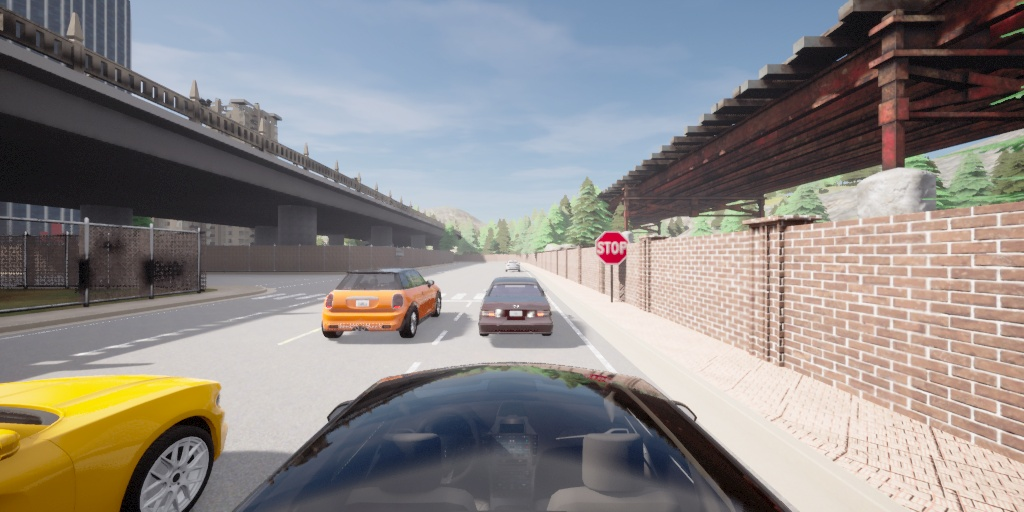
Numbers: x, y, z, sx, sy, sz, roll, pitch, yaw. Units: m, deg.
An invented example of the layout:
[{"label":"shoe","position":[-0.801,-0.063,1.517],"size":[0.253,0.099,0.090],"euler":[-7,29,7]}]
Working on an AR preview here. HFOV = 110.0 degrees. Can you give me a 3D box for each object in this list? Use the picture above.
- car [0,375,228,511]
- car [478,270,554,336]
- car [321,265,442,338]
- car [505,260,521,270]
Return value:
[{"label":"car","position":[-3.397,1.228,1.049],"size":[1.882,1.535,5.008],"euler":[0,0,0]},{"label":"car","position":[0.087,1.297,10.326],"size":[2.033,1.411,5.357],"euler":[0,0,0]},{"label":"car","position":[-3.414,1.102,10.306],"size":[2.097,1.767,4.553],"euler":[0,0,0]},{"label":"car","position":[0.106,1.276,46.209],"size":[1.812,1.442,4.674],"euler":[0,0,-1]}]
